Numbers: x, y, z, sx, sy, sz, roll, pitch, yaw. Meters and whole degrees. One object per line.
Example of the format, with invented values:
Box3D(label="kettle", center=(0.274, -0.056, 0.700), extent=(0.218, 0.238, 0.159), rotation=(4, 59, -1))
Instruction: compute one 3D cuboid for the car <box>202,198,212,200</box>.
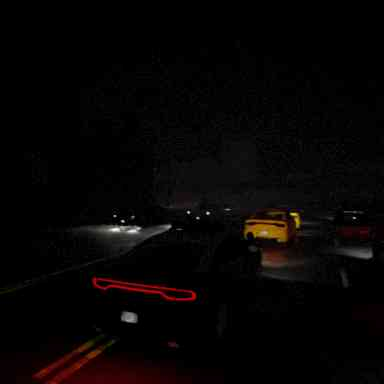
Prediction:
Box3D(label="car", center=(2.807, 2.155, 63.442), extent=(2.150, 2.045, 5.566), rotation=(2, -2, -2))

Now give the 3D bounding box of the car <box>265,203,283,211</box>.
Box3D(label="car", center=(13.568, 2.457, 55.208), extent=(1.895, 1.301, 4.718), rotation=(1, -2, 1))

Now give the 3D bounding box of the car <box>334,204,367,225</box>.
Box3D(label="car", center=(12.427, 1.686, 26.310), extent=(2.128, 1.511, 4.902), rotation=(1, 0, 17))

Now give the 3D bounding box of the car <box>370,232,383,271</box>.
Box3D(label="car", center=(6.101, 1.592, 8.937), extent=(1.837, 1.490, 4.892), rotation=(1, 0, 22))

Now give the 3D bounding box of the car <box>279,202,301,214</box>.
Box3D(label="car", center=(12.428, 1.974, 42.354), extent=(1.994, 1.385, 4.181), rotation=(1, -1, 7))

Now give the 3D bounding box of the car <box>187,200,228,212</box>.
Box3D(label="car", center=(1.124, 1.586, 25.901), extent=(1.895, 1.301, 4.718), rotation=(1, 0, 18))

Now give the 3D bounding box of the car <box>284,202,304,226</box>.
Box3D(label="car", center=(6.086, 1.556, 21.455), extent=(1.882, 1.535, 5.008), rotation=(1, 0, 20))

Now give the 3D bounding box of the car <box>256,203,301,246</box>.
Box3D(label="car", center=(3.884, 1.523, 15.846), extent=(1.882, 1.535, 5.008), rotation=(1, 0, 22))

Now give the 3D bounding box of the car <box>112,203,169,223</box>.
Box3D(label="car", center=(-3.422, 1.464, 23.465), extent=(2.033, 1.411, 5.357), rotation=(1, 0, 21))

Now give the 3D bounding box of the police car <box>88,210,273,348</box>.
Box3D(label="police car", center=(0.170, 1.418, 6.678), extent=(1.930, 1.638, 5.238), rotation=(1, 0, 22))
